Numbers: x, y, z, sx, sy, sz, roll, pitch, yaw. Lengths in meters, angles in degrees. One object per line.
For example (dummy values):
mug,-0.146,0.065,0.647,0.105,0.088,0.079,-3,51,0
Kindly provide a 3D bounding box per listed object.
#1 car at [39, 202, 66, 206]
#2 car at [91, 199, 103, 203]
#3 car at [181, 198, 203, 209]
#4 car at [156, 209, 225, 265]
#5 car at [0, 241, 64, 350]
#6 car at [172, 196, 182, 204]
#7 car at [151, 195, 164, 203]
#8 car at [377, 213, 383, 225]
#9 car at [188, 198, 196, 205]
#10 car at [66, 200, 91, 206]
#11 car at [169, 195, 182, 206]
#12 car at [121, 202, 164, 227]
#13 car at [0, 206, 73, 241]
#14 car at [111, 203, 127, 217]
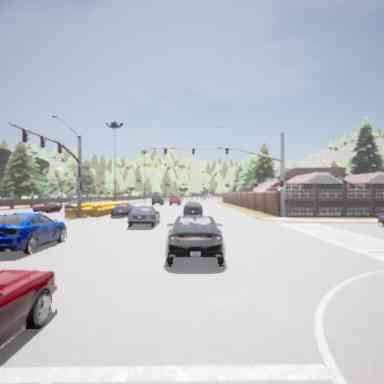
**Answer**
car,-17.556,1.901,40.454,1.895,1.301,4.718,0,0,0
car,-17.488,1.966,60.744,1.812,1.442,4.674,0,0,0
car,0.106,1.711,33.619,1.882,1.535,5.008,0,0,0
car,0.102,1.575,11.938,2.128,1.511,4.902,0,0,0
car,-3.401,1.634,4.051,1.895,1.301,4.718,0,0,0
car,-3.485,1.788,77.981,2.097,1.767,4.553,0,0,0
car,-6.987,1.695,67.622,2.150,2.045,5.566,0,0,0
car,15.210,1.667,22.653,4.674,1.442,1.812,0,0,2
car,0.014,2.035,73.812,1.812,1.442,4.674,0,0,0
car,-17.490,1.916,50.420,2.033,1.411,5.357,0,0,0
car,-3.487,1.692,67.622,2.150,2.045,5.566,0,0,0
car,-3.396,1.719,24.071,2.033,1.411,5.357,0,0,0
car,-6.897,1.582,13.835,1.882,1.535,5.008,0,0,0
car,-6.896,1.807,34.004,1.994,1.385,4.181,0,0,0
